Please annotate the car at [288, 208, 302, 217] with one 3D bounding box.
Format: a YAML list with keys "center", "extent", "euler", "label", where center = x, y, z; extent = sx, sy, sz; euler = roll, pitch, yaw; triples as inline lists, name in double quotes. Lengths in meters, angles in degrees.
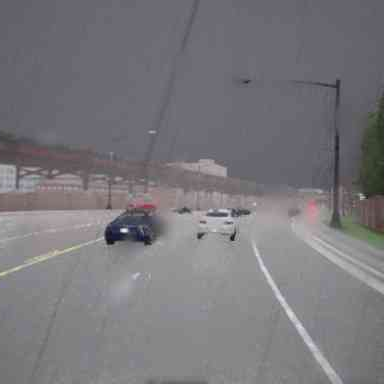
- center: [19.018, 3.757, 61.211]
  extent: [1.837, 1.490, 4.892]
  euler: [1, -3, 28]
  label: "car"

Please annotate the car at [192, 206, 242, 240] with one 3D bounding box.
- center: [1.471, 1.591, 17.453]
  extent: [1.812, 1.442, 4.674]
  euler: [1, -1, 11]
  label: "car"

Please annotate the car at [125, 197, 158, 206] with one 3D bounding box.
- center: [-6.181, 1.663, 41.629]
  extent: [2.150, 2.045, 5.566]
  euler: [1, -2, 22]
  label: "car"

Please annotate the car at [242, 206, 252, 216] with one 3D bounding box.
- center: [6.644, 2.695, 46.717]
  extent: [2.033, 1.411, 5.357]
  euler: [1, -3, 31]
  label: "car"

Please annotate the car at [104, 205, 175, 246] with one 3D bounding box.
- center: [-2.360, 1.513, 15.187]
  extent: [1.994, 1.385, 4.181]
  euler: [1, 0, 9]
  label: "car"

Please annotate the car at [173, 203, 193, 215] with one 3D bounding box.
- center: [-1.514, 2.192, 43.652]
  extent: [2.128, 1.511, 4.902]
  euler: [1, -3, 24]
  label: "car"

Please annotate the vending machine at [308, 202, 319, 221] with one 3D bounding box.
- center: [14.097, 2.278, 38.531]
  extent: [1.100, 2.100, 0.880]
  euler: [2, -1, 25]
  label: "vending machine"
